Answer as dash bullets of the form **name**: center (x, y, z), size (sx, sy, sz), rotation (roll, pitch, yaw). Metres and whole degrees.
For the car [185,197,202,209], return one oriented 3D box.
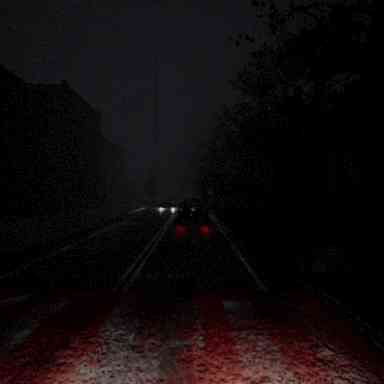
- **car**: center (0.190, 1.342, 42.721), size (2.033, 1.411, 5.357), rotation (0, 0, 0)

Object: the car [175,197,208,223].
- **car**: center (0.085, 1.188, 24.305), size (2.097, 1.767, 4.553), rotation (0, 0, 1)

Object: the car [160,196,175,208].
- **car**: center (-3.227, 1.277, 44.613), size (1.882, 1.535, 5.008), rotation (0, 0, 0)
